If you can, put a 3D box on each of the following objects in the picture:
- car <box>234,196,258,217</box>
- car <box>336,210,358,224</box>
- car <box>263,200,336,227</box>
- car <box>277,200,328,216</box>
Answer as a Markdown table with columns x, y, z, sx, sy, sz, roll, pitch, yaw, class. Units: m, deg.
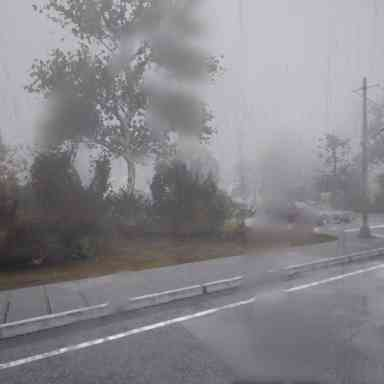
| x | y | z | sx | sy | sz | roll | pitch | yaw | class |
| --- | --- | --- | --- | --- | --- | --- | --- | --- | --- |
| 3.907 | 1.430 | 33.349 | 2.150 | 2.045 | 5.566 | 0 | -1 | -41 | car |
| 10.146 | 1.675 | 25.817 | 1.895 | 1.301 | 4.718 | 0 | -1 | -39 | car |
| 7.353 | 1.426 | 23.614 | 2.097 | 1.767 | 4.553 | 0 | -1 | -38 | car |
| 11.656 | 1.657 | 35.349 | 1.837 | 1.490 | 4.892 | 0 | -1 | -39 | car |
